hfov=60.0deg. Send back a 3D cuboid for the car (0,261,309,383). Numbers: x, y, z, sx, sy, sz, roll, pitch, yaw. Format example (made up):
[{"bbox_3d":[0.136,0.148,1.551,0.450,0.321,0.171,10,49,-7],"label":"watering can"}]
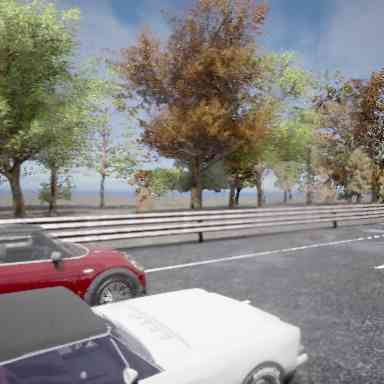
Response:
[{"bbox_3d":[-1.114,1.593,2.916,4.718,1.301,1.895,0,0,-35],"label":"car"}]

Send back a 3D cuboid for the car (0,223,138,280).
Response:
[{"bbox_3d":[-3.062,1.336,5.817,4.553,1.767,2.097,0,0,-35],"label":"car"}]
